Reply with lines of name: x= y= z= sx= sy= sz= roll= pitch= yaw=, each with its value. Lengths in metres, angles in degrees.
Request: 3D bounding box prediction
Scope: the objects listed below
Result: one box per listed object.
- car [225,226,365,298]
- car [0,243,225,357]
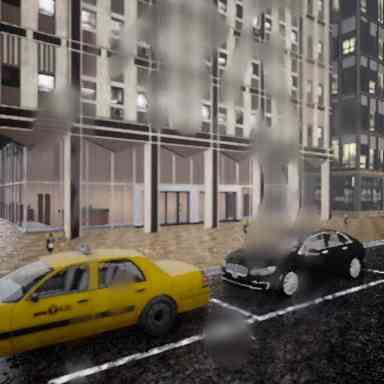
car: x=2.716 y=1.593 z=8.500 sx=4.403 sy=1.369 sz=2.008 roll=0 pitch=0 yaw=-36
car: x=-1.941 y=1.533 z=5.178 sx=4.829 sy=1.417 sz=1.752 roll=0 pitch=0 yaw=-36
